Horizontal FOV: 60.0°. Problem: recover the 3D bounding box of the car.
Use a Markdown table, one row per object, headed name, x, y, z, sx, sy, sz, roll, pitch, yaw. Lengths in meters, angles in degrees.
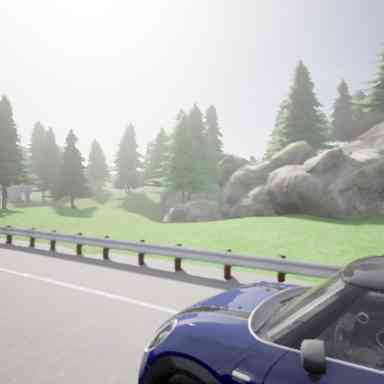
| name | x | y | z | sx | sy | sz | roll | pitch | yaw |
| --- | --- | --- | --- | --- | --- | --- | --- | --- | --- |
| car | 1.698 | 1.346 | 2.664 | 4.553 | 1.767 | 2.097 | 0 | 0 | 35 |
